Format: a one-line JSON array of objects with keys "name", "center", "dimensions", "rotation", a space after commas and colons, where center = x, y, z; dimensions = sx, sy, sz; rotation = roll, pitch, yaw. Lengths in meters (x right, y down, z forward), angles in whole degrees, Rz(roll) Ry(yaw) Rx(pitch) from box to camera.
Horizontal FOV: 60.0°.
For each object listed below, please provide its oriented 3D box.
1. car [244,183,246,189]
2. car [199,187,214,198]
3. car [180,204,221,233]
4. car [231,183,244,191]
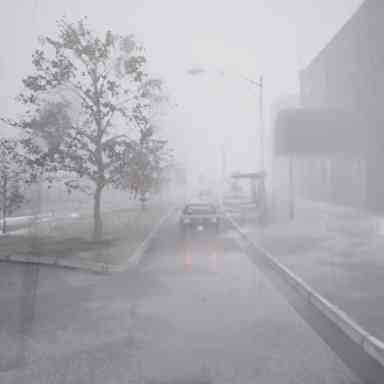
[{"name": "car", "center": [11.081, -0.948, 79.326], "dimensions": [2.163, 1.488, 4.792], "rotation": [-1, 1, 13]}, {"name": "car", "center": [1.989, 0.053, 45.938], "dimensions": [1.837, 1.490, 4.892], "rotation": [-1, 2, 7]}, {"name": "car", "center": [0.390, 1.259, 17.341], "dimensions": [1.895, 1.301, 4.718], "rotation": [-1, 2, 0]}, {"name": "car", "center": [9.868, -0.833, 73.963], "dimensions": [2.097, 1.535, 5.008], "rotation": [-1, 1, 12]}]
